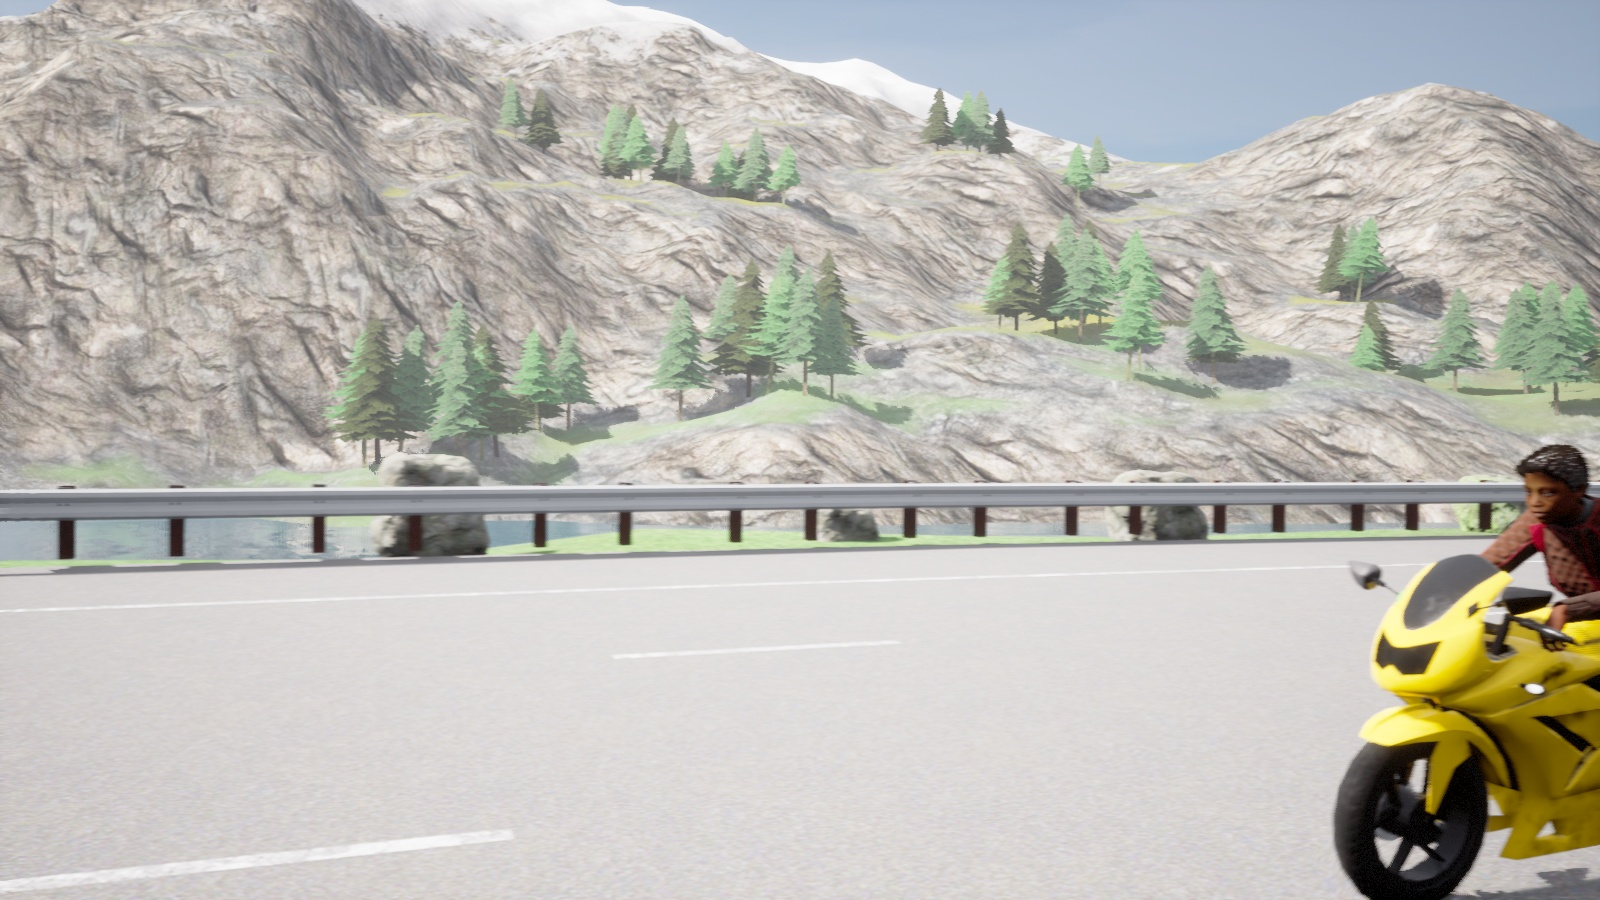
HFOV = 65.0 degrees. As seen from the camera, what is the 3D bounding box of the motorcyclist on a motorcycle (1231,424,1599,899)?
[{"bbox_3d":[2.572,0.682,4.257,2.044,1.523,0.797,-1,2,-20],"label":"motorcyclist on a motorcycle"}]
